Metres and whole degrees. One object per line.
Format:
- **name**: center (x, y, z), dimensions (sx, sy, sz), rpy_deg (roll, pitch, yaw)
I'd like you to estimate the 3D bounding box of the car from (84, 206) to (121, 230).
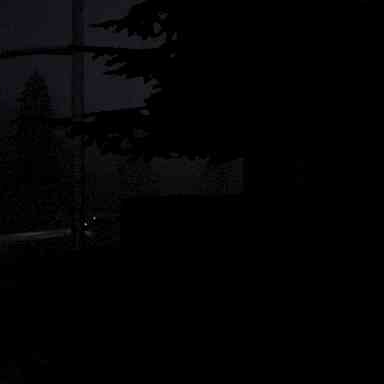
- **car**: center (-4.971, 1.586, 21.363), dimensions (1.895, 1.301, 4.718), rpy_deg (0, 0, 36)
